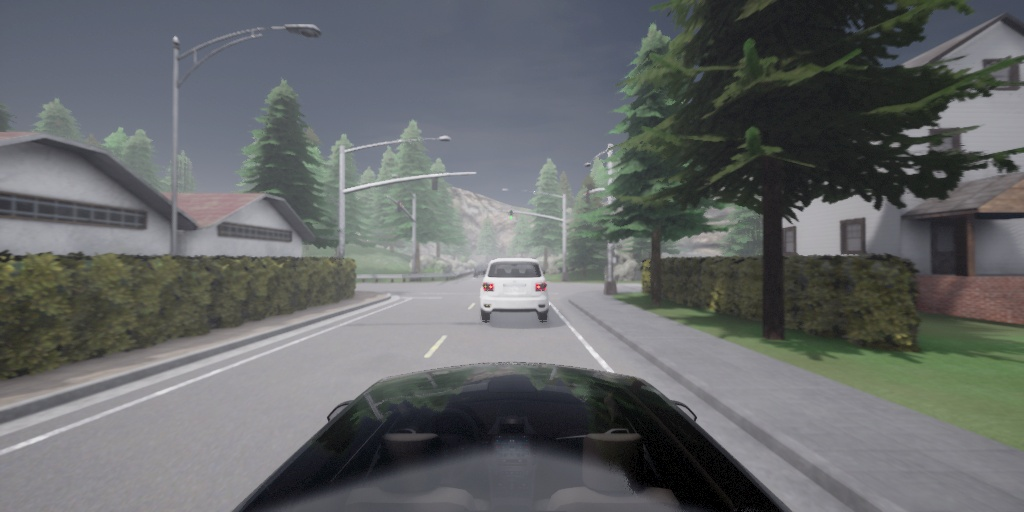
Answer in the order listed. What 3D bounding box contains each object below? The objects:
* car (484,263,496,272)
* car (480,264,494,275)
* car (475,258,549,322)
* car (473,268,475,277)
[{"bbox_3d":[-3.857,2.035,63.218,1.882,1.535,5.008,0,-1,-6],"label":"car"},{"bbox_3d":[-3.613,1.949,53.014,1.812,1.442,4.674,0,-1,0],"label":"car"},{"bbox_3d":[0.082,1.122,13.210,2.150,2.045,5.566,0,-1,0],"label":"car"},{"bbox_3d":[-3.611,1.807,43.779,1.837,1.490,4.892,0,-1,0],"label":"car"}]
